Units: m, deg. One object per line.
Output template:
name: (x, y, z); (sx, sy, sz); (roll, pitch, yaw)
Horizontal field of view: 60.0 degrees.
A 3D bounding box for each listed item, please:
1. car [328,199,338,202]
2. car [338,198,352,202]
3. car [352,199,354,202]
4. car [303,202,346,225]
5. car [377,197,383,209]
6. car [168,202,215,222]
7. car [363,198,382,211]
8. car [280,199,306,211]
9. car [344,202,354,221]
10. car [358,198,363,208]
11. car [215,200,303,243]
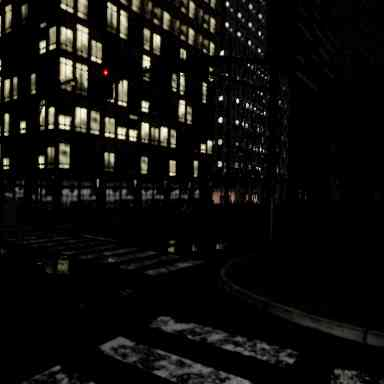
car: (23.582, 1.824, 58.029); (1.752, 1.417, 4.829); (1, 0, 37)
car: (30.396, 1.978, 67.225); (1.802, 1.307, 4.206); (1, 0, 37)
car: (33.753, 1.995, 71.754); (2.008, 1.369, 4.403); (1, 0, 37)
car: (10.374, 1.765, 26.139); (1.752, 1.417, 4.829); (1, 0, 37)
car: (33.786, 1.898, 57.721); (2.192, 1.841, 5.009); (1, 0, 37)
car: (0.082, 1.476, 26.322); (1.752, 1.417, 4.829); (1, 0, 37)
car: (27.069, 1.802, 48.659); (2.192, 1.841, 5.009); (1, 0, 37)
car: (13.611, 1.720, 44.577); (1.947, 1.339, 4.313); (1, 0, 37)
car: (13.630, 1.871, 30.535); (1.802, 1.307, 4.206); (1, 0, 37)
car: (29.282, 1.954, 55.989); (1.882, 1.535, 5.008); (2, 1, 37)
car: (3.561, 1.450, 16.939); (2.192, 1.841, 5.009); (1, 0, 37)
